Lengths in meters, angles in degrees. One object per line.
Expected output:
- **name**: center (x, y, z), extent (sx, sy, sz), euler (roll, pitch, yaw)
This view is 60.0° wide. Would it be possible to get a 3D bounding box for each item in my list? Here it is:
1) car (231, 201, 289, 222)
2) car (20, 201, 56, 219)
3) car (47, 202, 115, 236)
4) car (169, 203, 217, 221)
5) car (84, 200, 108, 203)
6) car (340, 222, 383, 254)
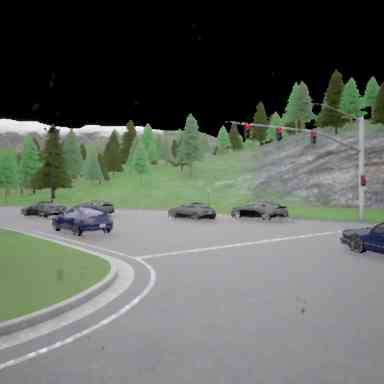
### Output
- **car**: center (5.319, 1.479, 26.562), extent (2.128, 1.511, 4.902), euler (0, 0, -42)
- **car**: center (-13.042, 1.541, 29.430), extent (5.357, 1.411, 2.033), euler (0, 0, 36)
- **car**: center (-6.038, 1.521, 18.297), extent (1.812, 1.442, 4.674), euler (0, 0, -43)
- **car**: center (-0.003, 1.553, 27.111), extent (1.994, 1.385, 4.181), euler (0, 0, -44)
- **car**: center (-9.145, 1.483, 30.655), extent (4.902, 1.511, 2.128), euler (0, 0, 40)
- **car**: center (7.214, 1.540, 10.686), extent (2.033, 1.411, 5.357), euler (0, 0, -13)
